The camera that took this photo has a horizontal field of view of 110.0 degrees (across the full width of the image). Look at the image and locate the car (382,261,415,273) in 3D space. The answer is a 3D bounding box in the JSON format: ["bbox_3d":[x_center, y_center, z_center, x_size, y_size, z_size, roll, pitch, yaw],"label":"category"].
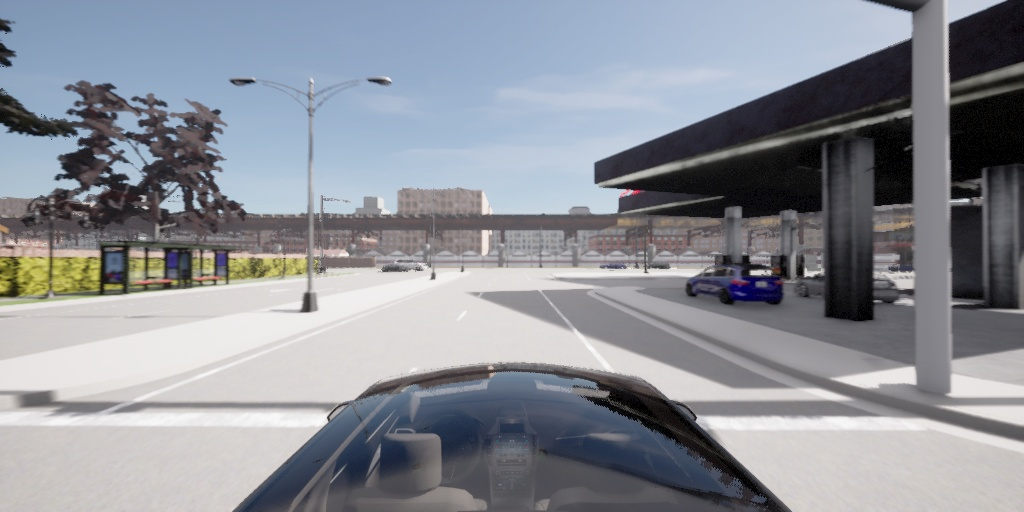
[{"bbox_3d":[-17.531,1.808,54.527,4.181,1.385,1.994,0,-1,16],"label":"car"}]

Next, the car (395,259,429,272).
[{"bbox_3d":[-16.428,1.500,58.294,5.566,2.045,2.150,0,-1,8],"label":"car"}]
